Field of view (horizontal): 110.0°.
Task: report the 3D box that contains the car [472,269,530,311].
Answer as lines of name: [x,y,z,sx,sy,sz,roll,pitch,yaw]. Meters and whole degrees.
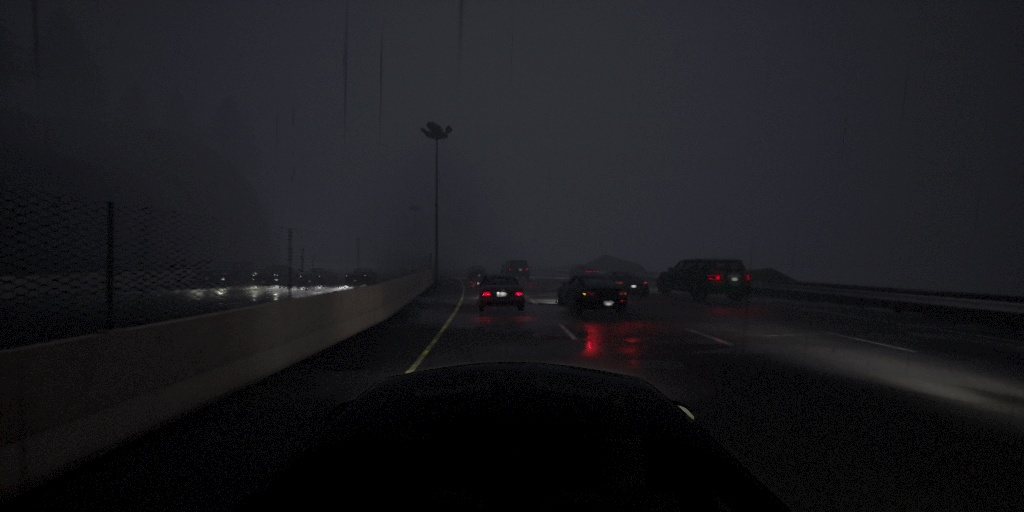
car: [-0.542,1.479,15.649,2.033,1.411,5.357,0,-1,-5]

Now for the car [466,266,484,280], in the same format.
car: [-3.687,1.749,37.661,1.812,1.442,4.674,0,-1,-11]

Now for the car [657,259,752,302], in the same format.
car: [9.723,1.168,18.684,2.150,2.045,5.566,0,-1,-5]

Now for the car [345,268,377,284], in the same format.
car: [-13.492,1.777,32.233,1.895,1.301,4.718,0,-1,-10]

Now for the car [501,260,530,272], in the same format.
car: [0.273,1.411,35.781,2.150,2.045,5.566,0,-1,-11]

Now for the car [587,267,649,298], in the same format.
car: [6.018,1.540,20.315,1.994,1.385,4.181,0,-1,-6]

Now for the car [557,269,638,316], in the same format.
car: [3.044,1.430,14.214,1.812,1.442,4.674,0,-1,-4]

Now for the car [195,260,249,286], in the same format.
car: [-23.784,1.396,30.183,2.150,2.045,5.566,0,-1,-10]

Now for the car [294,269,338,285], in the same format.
car: [-16.899,1.775,31.432,1.895,1.301,4.718,0,-1,-10]

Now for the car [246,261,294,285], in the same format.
car: [-20.431,1.530,31.107,2.097,1.767,4.553,0,-1,-11]

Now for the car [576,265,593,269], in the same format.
car: [7.234,1.687,36.487,1.837,1.490,4.892,0,-1,-10]
